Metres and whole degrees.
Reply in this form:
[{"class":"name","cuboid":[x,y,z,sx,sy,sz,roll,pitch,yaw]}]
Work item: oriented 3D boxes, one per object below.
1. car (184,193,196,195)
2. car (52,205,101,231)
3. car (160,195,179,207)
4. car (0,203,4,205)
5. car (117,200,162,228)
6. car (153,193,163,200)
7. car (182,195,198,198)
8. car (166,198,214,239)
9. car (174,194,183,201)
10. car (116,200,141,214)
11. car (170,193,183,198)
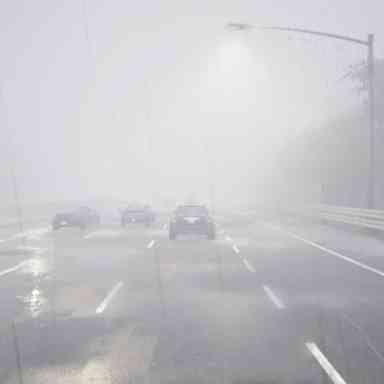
[{"class":"car","cuboid":[-0.062,1.281,60.533,2.150,2.045,5.566,0,0,0]},{"class":"car","cuboid":[-7.022,1.540,20.516,1.812,1.442,4.674,0,0,0]},{"class":"car","cuboid":[-3.551,1.597,53.479,2.033,1.411,5.357,0,0,0]},{"class":"car","cuboid":[-17.614,1.511,27.989,2.128,1.511,4.902,0,0,0]},{"class":"car","cuboid":[-3.525,1.508,22.511,2.128,1.511,4.902,0,0,0]},{"class":"car","cuboid":[-7.072,1.297,70.582,2.150,2.045,5.566,0,0,0]},{"class":"car","cuboid":[-0.047,1.517,44.479,1.882,1.535,5.008,0,0,0]},{"class":"car","cuboid":[-0.018,1.364,17.428,2.097,1.767,4.553,0,0,0]},{"class":"car","cuboid":[-3.589,1.454,87.503,2.097,1.767,4.553,0,0,0]},{"class":"car","cuboid":[-7.041,1.631,37.520,1.895,1.301,4.718,0,0,0]},{"class":"car","cuboid":[-3.573,1.552,71.507,1.882,1.535,5.008,0,0,0]}]
